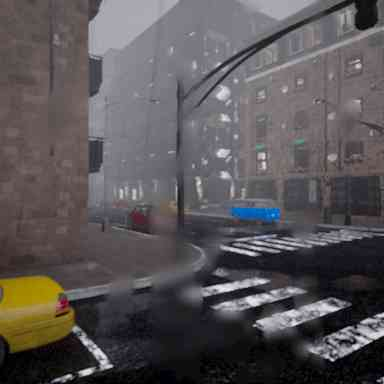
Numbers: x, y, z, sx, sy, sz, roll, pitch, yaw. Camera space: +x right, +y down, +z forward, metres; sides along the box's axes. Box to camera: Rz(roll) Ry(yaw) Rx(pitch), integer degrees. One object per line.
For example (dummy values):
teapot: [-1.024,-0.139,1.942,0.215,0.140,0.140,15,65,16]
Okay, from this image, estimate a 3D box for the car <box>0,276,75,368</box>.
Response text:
car: [-3.921,1.518,3.768,4.829,1.417,1.752,0,-1,-36]

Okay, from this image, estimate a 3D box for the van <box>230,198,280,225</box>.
van: [4.584,1.395,24.674,1.690,1.788,3.998,0,0,-36]

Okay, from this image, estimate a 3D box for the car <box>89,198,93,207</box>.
car: [-15.175,1.580,47.408,2.033,1.411,5.357,0,0,-36]

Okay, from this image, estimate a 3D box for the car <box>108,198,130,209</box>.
car: [-8.717,1.576,43.002,1.887,1.381,4.507,0,0,-36]

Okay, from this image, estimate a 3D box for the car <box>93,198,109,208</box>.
car: [-12.042,1.575,47.584,1.887,1.381,4.507,0,0,-36]

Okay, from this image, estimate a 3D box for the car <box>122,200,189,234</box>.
car: [-2.211,1.502,19.767,1.967,1.590,4.097,0,0,-36]

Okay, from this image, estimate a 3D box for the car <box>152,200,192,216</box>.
car: [-2.167,1.563,33.976,1.752,1.417,4.829,0,0,-36]
